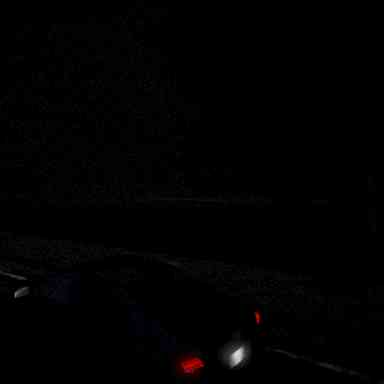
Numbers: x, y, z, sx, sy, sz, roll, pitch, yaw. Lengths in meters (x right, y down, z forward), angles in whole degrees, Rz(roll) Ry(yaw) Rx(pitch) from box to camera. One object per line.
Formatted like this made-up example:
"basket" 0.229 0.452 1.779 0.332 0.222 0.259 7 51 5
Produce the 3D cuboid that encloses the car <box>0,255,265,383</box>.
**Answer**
"car" -1.195 1.568 4.405 4.181 1.385 1.994 0 0 35
